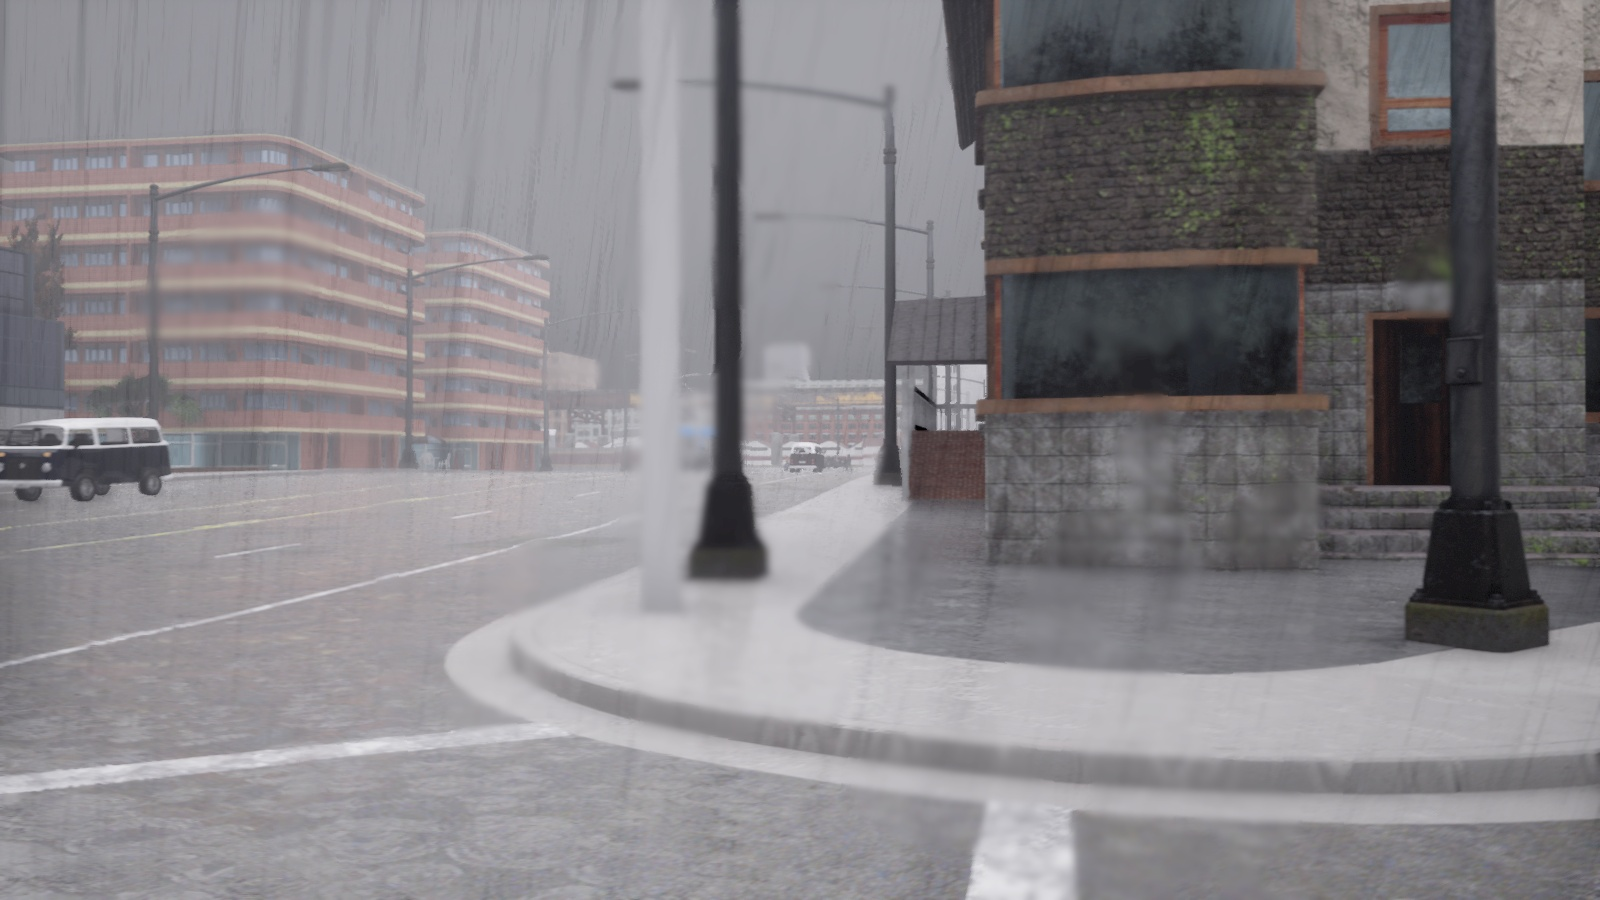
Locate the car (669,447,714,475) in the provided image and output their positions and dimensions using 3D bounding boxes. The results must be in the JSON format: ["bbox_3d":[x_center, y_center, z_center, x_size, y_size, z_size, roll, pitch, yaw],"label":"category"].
[{"bbox_3d":[-8.138,0.872,94.963,2.150,2.045,5.566,0,-1,9],"label":"car"}]

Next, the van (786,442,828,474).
[{"bbox_3d":[0.490,0.565,82.058,2.069,2.038,4.480,0,-1,9],"label":"van"}]

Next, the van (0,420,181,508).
[{"bbox_3d":[-17.940,0.288,31.508,2.069,2.038,4.480,0,1,9],"label":"van"}]
